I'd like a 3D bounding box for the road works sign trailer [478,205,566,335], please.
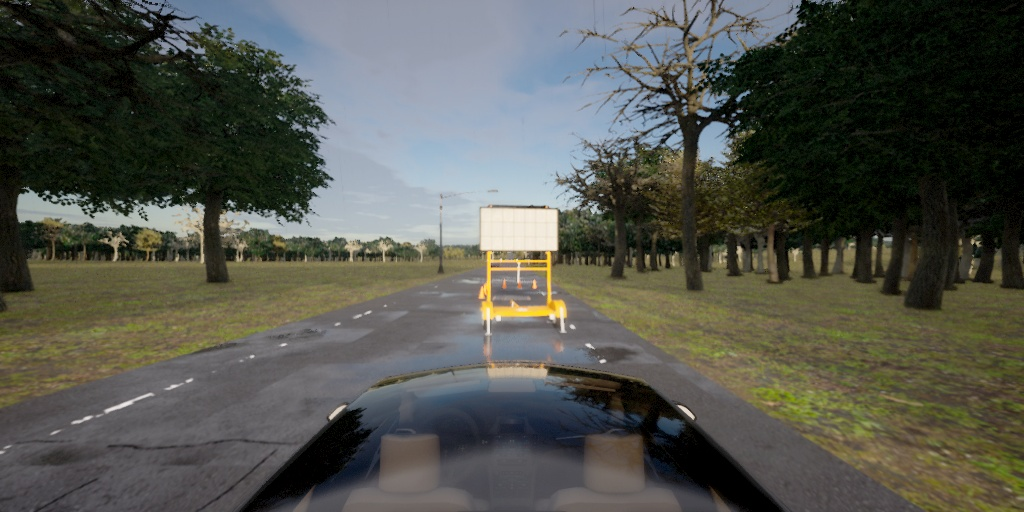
[{"bbox_3d":[0.192,0.273,10.859,2.380,3.560,2.880,0,0,-8],"label":"road works sign trailer"}]
